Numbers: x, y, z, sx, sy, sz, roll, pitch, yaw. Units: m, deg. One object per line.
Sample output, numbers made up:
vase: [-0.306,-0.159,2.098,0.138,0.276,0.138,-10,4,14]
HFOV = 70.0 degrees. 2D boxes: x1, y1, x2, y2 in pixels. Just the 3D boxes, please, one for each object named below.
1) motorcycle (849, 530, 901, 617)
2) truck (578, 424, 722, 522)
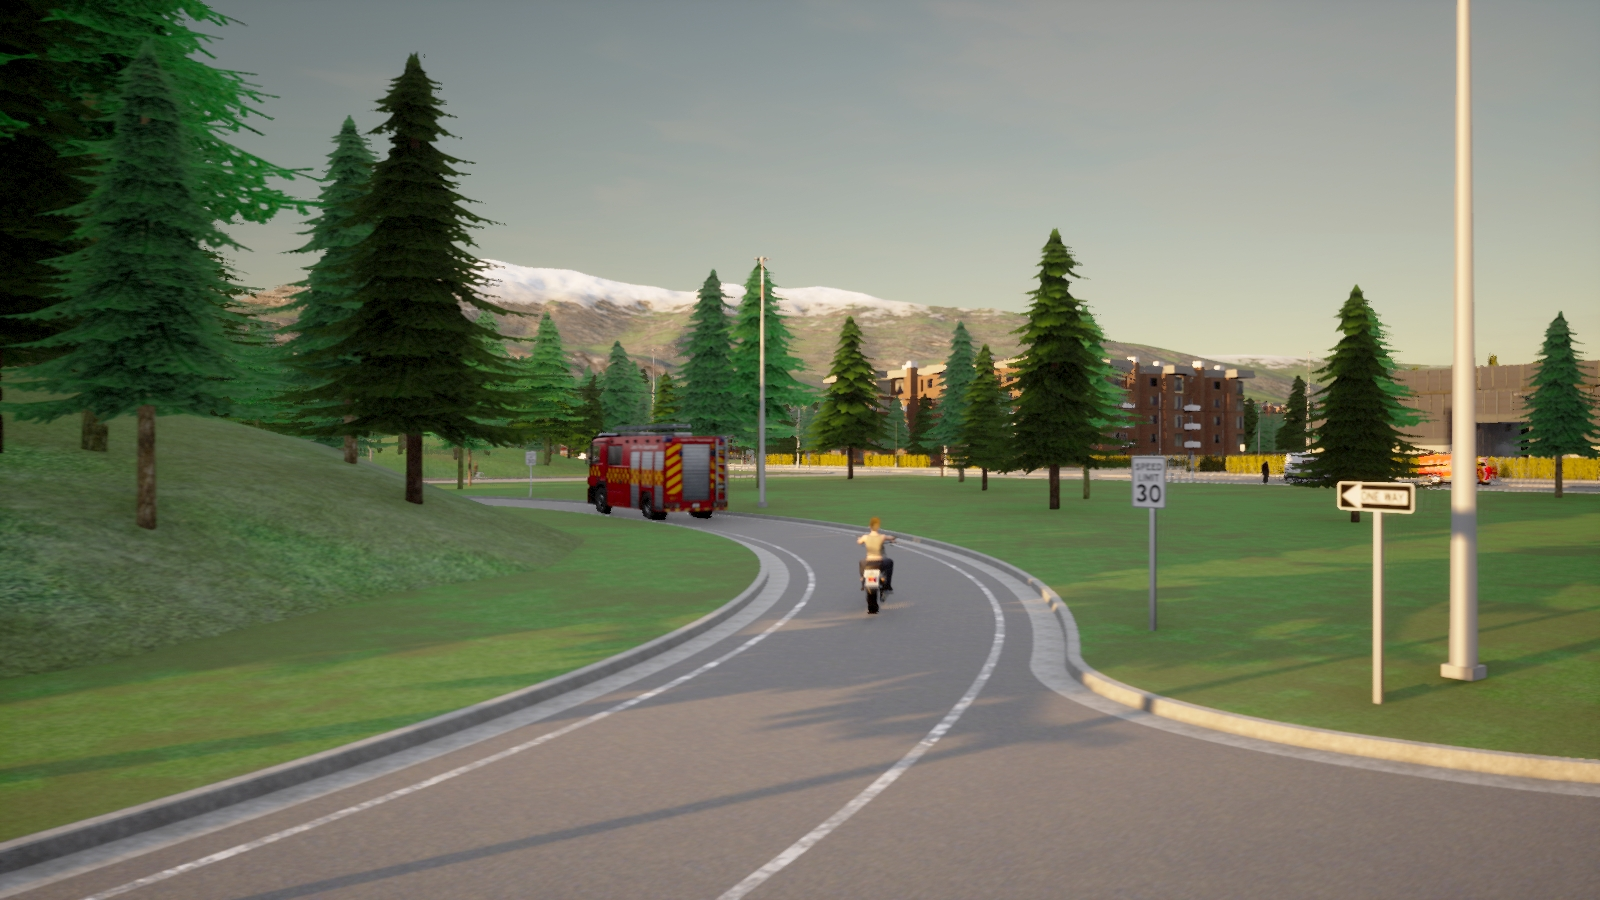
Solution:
motorcycle: [1.364,2.154,20.383,0.764,1.307,2.356,-1,0,8]
truck: [-6.557,0.889,48.572,2.891,3.827,8.468,0,0,-31]
